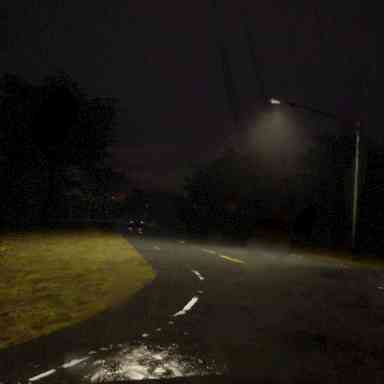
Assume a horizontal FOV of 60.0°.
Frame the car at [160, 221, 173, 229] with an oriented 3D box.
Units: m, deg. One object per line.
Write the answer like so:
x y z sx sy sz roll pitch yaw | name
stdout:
-4.908 6.329 64.213 2.128 1.511 4.902 6 -5 -15 | car

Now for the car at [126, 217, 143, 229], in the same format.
-9.021 4.854 53.244 2.097 1.767 4.553 6 -5 -13 | car

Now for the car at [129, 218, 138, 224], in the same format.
-16.532 8.037 93.540 1.837 1.490 4.892 6 -5 -15 | car
